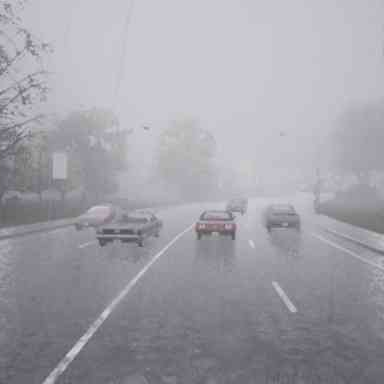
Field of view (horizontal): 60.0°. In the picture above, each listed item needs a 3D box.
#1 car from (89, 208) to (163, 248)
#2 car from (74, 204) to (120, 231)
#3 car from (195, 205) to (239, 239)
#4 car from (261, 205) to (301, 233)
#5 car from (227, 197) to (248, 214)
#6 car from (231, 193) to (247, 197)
[{"bbox_3d":[-2.646,1.585,15.018,1.895,1.301,4.718,0,0,6],"label":"car"},{"bbox_3d":[-5.455,1.497,20.513,1.812,1.442,4.674,0,0,9],"label":"car"},{"bbox_3d":[1.335,1.598,17.244,1.895,1.301,4.718,0,0,7],"label":"car"},{"bbox_3d":[5.270,1.501,19.968,2.128,1.511,4.902,0,0,8],"label":"car"},{"bbox_3d":[4.670,1.548,34.818,2.033,1.411,5.357,0,0,14],"label":"car"},{"bbox_3d":[8.012,1.274,56.596,2.150,2.045,5.566,0,0,22],"label":"car"}]
